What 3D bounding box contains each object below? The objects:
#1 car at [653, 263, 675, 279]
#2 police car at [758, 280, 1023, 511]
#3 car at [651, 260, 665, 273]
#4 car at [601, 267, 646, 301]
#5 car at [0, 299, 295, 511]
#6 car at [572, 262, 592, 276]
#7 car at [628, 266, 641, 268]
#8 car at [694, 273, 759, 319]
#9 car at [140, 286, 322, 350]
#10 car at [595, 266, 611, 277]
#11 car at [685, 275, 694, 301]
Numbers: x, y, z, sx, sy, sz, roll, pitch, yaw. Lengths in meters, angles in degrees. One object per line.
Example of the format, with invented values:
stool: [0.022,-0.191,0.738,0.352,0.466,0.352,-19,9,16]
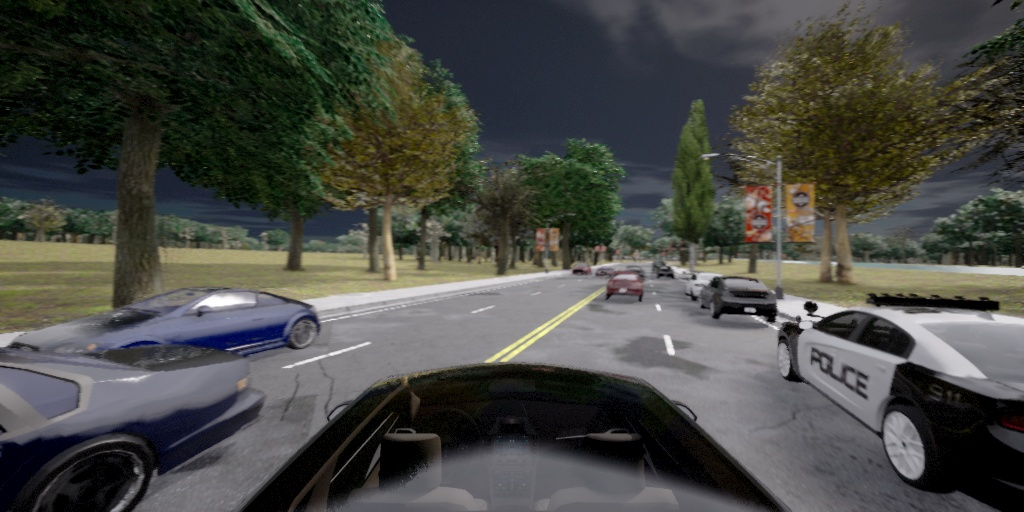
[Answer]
car: [17.753,1.872,41.651,1.837,1.490,4.892,1,0,21]
police car: [4.988,1.286,4.409,1.930,1.638,5.238,1,-1,20]
car: [24.044,1.760,58.766,2.150,2.045,5.566,1,0,20]
car: [6.197,1.545,19.581,1.812,1.442,4.674,1,-1,20]
car: [-4.156,1.226,1.521,2.033,1.411,5.357,1,-1,20]
car: [9.182,1.621,46.949,2.097,1.767,4.553,1,0,20]
car: [12.345,1.755,36.214,1.837,1.490,4.892,1,0,20]
car: [8.415,1.509,13.685,1.837,1.490,4.892,1,-1,20]
car: [-5.751,1.268,6.581,1.994,1.385,4.181,1,-1,20]
car: [11.243,1.841,43.167,1.994,1.385,4.181,1,0,20]
car: [10.495,1.611,19.312,1.812,1.442,4.674,1,-1,20]
